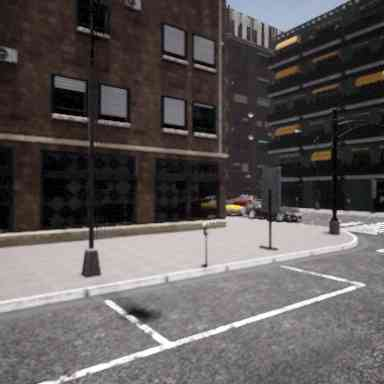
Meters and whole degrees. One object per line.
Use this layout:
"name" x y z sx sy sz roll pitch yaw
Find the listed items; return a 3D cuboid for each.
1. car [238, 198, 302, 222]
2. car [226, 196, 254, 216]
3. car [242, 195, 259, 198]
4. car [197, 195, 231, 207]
"car" 5.813 1.337 23.900 2.008 1.369 4.403 1 0 -36
"car" 2.634 1.236 28.261 1.752 1.417 4.829 1 0 -36
"car" 6.045 1.079 37.808 1.967 1.590 4.097 1 0 -36
"car" 2.763 1.112 42.307 2.008 1.369 4.403 1 0 -36
